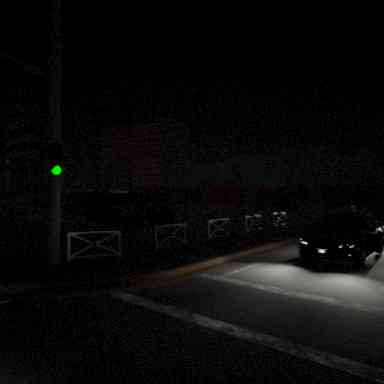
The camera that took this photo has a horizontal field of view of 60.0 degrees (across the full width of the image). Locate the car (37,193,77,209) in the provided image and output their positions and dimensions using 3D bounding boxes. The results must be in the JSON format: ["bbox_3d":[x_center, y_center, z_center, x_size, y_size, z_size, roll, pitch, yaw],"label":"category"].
[{"bbox_3d":[-14.952,1.212,36.790,3.806,1.475,1.970,0,0,39],"label":"car"}]

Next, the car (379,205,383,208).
[{"bbox_3d":[11.319,1.488,18.675,2.128,1.511,4.902,0,0,41],"label":"car"}]

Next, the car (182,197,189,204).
[{"bbox_3d":[-2.429,1.191,52.119,3.905,1.438,1.784,0,0,39],"label":"car"}]

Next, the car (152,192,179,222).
[{"bbox_3d":[-3.153,1.069,23.628,3.866,1.878,1.905,0,0,39],"label":"car"}]

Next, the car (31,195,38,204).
[{"bbox_3d":[-22.979,1.130,50.822,3.806,1.475,1.970,0,0,39],"label":"car"}]

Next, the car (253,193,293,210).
[{"bbox_3d":[9.254,1.080,38.832,3.866,1.878,1.905,0,0,39],"label":"car"}]

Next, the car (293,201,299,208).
[{"bbox_3d":[11.096,1.321,41.066,3.806,1.475,1.970,0,0,39],"label":"car"}]

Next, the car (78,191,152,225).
[{"bbox_3d":[-5.029,1.064,21.423,4.605,1.855,1.932,0,0,39],"label":"car"}]

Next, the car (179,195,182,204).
[{"bbox_3d":[-4.313,0.979,49.918,4.605,1.855,1.932,0,0,39],"label":"car"}]

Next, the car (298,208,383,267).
[{"bbox_3d":[5.371,1.495,11.669,1.837,1.490,4.892,0,0,40],"label":"car"}]

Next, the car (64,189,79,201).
[{"bbox_3d":[-19.482,0.891,55.168,4.605,1.855,1.932,0,0,39],"label":"car"}]
